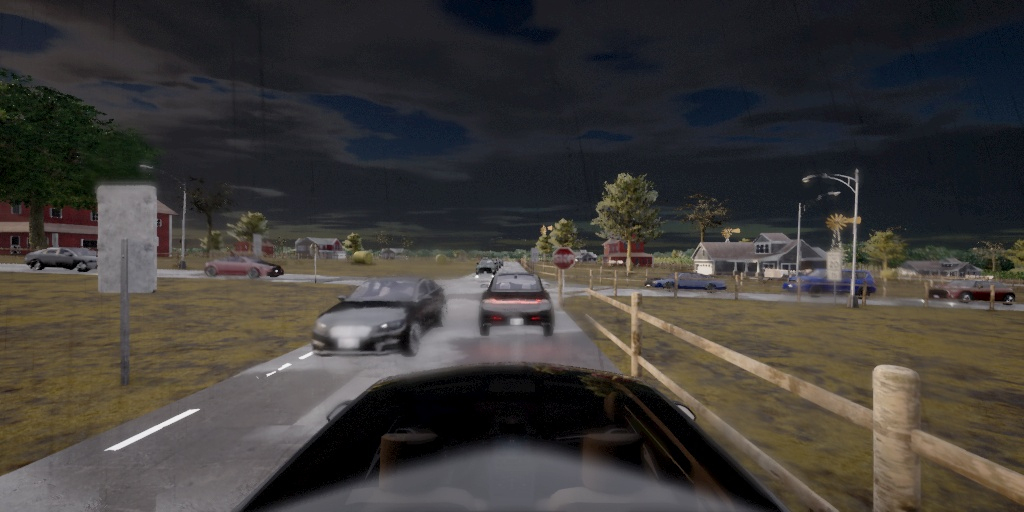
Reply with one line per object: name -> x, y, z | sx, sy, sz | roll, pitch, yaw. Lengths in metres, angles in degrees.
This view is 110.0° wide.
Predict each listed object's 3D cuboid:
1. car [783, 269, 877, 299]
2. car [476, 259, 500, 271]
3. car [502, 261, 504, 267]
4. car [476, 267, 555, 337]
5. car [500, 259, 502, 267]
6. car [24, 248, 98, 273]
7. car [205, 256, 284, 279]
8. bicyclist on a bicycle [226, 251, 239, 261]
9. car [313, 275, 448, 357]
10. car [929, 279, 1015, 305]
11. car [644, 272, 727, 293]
car -> 22.990, 1.940, 25.990 | 5.566, 2.045, 2.150 | 2, 0, 0
car -> -2.785, 1.133, 39.674 | 2.097, 1.767, 4.553 | 0, 0, 0
car -> -2.732, 1.357, 59.864 | 2.033, 1.411, 5.357 | 0, 0, 1
car -> 0.112, 1.246, 10.370 | 2.128, 1.511, 4.902 | 0, 0, 0
car -> -2.757, 1.297, 49.575 | 1.837, 1.490, 4.892 | 0, 0, 0
car -> -28.055, 0.236, 23.066 | 4.902, 1.511, 2.128 | 2, 0, 0
car -> -17.124, 0.716, 23.056 | 4.181, 1.385, 1.994 | 2, 0, 0
bicyclist on a bicycle -> -22.572, 0.419, 29.046 | 0.582, 1.620, 1.656 | 2, 0, 0
car -> -2.801, 1.244, 8.643 | 2.128, 1.511, 4.902 | 0, 0, 0
car -> 33.064, 2.482, 25.976 | 4.553, 1.767, 2.097 | 2, 0, 0
car -> 12.503, 1.849, 25.942 | 5.357, 1.411, 2.033 | 2, 0, -2
